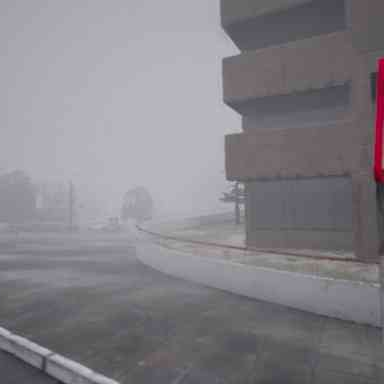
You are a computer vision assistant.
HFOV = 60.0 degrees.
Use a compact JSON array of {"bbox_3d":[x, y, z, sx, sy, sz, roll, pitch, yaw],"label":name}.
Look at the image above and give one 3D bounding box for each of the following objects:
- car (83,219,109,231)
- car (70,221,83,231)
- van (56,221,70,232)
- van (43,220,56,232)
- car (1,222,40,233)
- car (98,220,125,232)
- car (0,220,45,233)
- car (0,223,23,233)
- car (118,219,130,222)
[{"bbox_3d":[-19.766,7.254,70.029,5.566,2.045,2.435,-1,-6,6],"label":"car"},{"bbox_3d":[-23.630,6.624,61.862,4.892,1.521,2.231,-1,-6,6],"label":"car"},{"bbox_3d":[-24.821,6.104,59.172,4.442,1.987,1.878,-1,-7,6],"label":"van"},{"bbox_3d":[-26.121,5.809,56.453,4.442,1.987,1.878,-1,-7,6],"label":"van"},{"bbox_3d":[-27.723,5.741,53.738,5.366,1.575,1.946,-1,-6,5],"label":"car"},{"bbox_3d":[-15.775,7.000,66.199,2.097,1.767,4.553,-2,-7,25],"label":"car"},{"bbox_3d":[-24.460,5.173,48.022,2.128,1.511,4.902,-2,-7,25],"label":"car"},{"bbox_3d":[-28.841,5.487,51.004,4.674,1.452,2.002,-1,-7,5],"label":"car"},{"bbox_3d":[-19.661,9.245,91.713,2.163,1.488,4.792,0,0,10],"label":"car"}]
